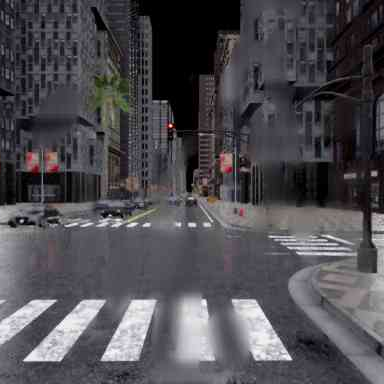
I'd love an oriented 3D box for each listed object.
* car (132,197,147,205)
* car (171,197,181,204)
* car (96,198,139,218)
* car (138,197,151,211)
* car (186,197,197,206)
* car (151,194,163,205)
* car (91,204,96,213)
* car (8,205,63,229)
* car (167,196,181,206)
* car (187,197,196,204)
[{"bbox_3d":[-9.941,1.764,63.099,2.033,1.411,5.357,0,-1,0],"label":"car"},{"bbox_3d":[-3.382,1.848,70.595,1.994,1.385,4.181,0,-1,0],"label":"car"},{"bbox_3d":[-6.657,1.569,30.438,2.033,1.411,5.357,0,0,4],"label":"car"},{"bbox_3d":[-6.709,1.629,41.861,1.994,1.385,4.181,0,0,0],"label":"car"},{"bbox_3d":[-0.060,1.661,59.203,1.882,1.535,5.008,0,-1,0],"label":"car"},{"bbox_3d":[-6.700,1.426,61.578,2.150,2.045,5.566,0,-1,0],"label":"car"},{"bbox_3d":[-9.954,1.596,38.176,2.033,1.411,5.357,0,0,0],"label":"car"},{"bbox_3d":[-9.905,1.544,21.347,1.994,1.385,4.181,0,-1,0],"label":"car"},{"bbox_3d":[-3.311,1.534,59.085,2.097,1.767,4.553,0,0,-1],"label":"car"},{"bbox_3d":[-0.122,1.814,70.830,1.812,1.442,4.674,0,-1,0],"label":"car"}]
